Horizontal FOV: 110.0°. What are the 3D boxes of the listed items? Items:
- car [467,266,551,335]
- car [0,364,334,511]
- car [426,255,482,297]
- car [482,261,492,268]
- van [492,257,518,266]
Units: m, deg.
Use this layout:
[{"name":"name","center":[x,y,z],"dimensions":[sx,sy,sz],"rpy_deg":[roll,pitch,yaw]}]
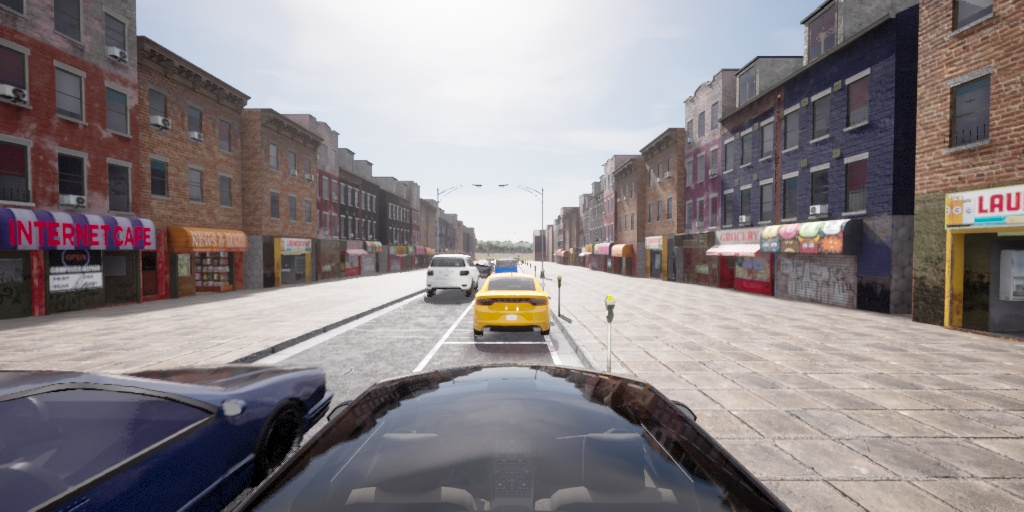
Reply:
[{"name":"car","center":[-0.005,1.224,10.502],"dimensions":[1.882,1.535,5.008],"rpy_deg":[0,0,0]},{"name":"car","center":[-2.925,1.297,1.543],"dimensions":[2.033,1.411,5.357],"rpy_deg":[0,0,0]},{"name":"car","center":[-3.024,0.964,19.101],"dimensions":[2.150,2.045,5.566],"rpy_deg":[0,0,0]},{"name":"car","center":[-2.923,1.228,35.988],"dimensions":[2.128,1.511,4.902],"rpy_deg":[0,0,0]},{"name":"van","center":[-0.383,1.081,27.392],"dimensions":[1.690,1.789,3.998],"rpy_deg":[0,0,0]}]
